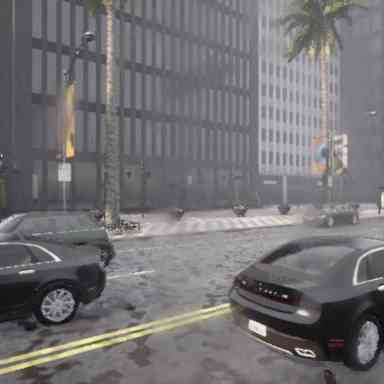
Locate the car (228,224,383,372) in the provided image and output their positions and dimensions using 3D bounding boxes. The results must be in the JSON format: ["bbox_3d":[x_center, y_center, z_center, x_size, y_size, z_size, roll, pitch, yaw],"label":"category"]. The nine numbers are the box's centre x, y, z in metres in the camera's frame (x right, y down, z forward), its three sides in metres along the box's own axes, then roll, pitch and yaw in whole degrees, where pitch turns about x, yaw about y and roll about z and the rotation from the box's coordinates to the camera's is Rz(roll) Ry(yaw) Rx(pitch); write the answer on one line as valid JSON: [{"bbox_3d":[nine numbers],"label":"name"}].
[{"bbox_3d":[2.825,1.518,5.715,4.892,1.490,1.837,0,0,-35],"label":"car"}]

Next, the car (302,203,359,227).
[{"bbox_3d":[9.617,1.532,22.938,4.892,1.521,2.231,0,0,-35],"label":"car"}]

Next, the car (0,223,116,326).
[{"bbox_3d":[-3.901,1.504,5.510,4.892,1.490,1.837,0,0,-35],"label":"car"}]

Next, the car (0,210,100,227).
[{"bbox_3d":[-4.574,1.355,9.315,4.553,1.767,2.097,0,0,-35],"label":"car"}]
